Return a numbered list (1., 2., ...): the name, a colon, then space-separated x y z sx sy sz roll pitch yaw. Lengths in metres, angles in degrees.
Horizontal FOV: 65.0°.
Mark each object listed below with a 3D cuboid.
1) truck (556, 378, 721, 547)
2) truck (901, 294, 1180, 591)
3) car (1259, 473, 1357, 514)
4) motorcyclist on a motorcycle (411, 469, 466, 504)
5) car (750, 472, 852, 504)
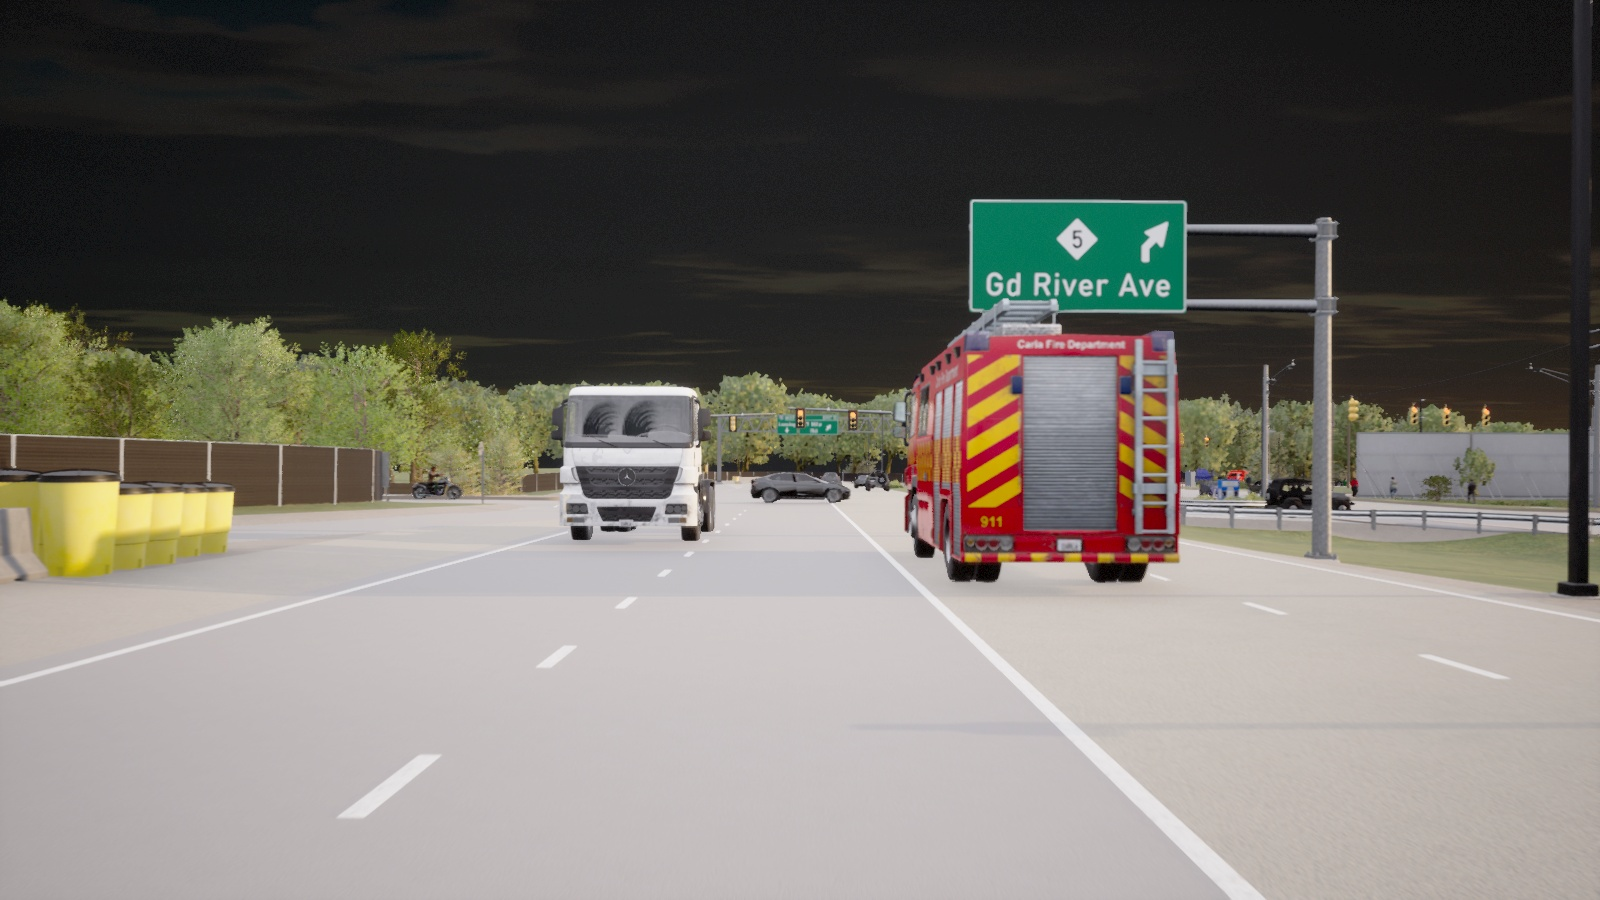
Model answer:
1. truck: -3.572 0.329 29.784 2.891 3.462 7.936 0 -1 0
2. truck: 3.448 -0.032 20.470 2.891 3.827 8.468 0 -1 0
3. car: 24.137 2.053 59.740 3.866 1.878 1.905 0 -1 0
4. motorcyclist on a motorcycle: -17.126 1.720 59.549 2.350 1.649 0.766 0 -1 0
5. car: 0.045 1.789 59.660 4.792 1.488 2.163 0 -1 0
